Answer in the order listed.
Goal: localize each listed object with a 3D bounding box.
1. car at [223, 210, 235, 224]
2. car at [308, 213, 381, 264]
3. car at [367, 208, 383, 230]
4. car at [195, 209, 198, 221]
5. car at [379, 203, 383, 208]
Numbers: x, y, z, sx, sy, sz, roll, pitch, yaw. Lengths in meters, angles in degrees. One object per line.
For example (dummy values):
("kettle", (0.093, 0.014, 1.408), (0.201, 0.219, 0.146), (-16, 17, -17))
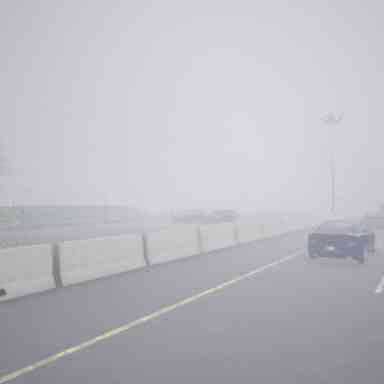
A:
("car", (3.131, 2.502, 33.836), (1.837, 1.490, 4.892), (-2, -2, 35))
("car", (6.269, 1.856, 13.630), (1.882, 1.535, 5.008), (-2, -2, 35))
("car", (13.477, 2.137, 24.065), (2.128, 1.511, 4.902), (-2, -2, 35))
("car", (-0.117, 2.583, 35.303), (1.812, 1.442, 4.674), (-2, -2, 35))
("car", (20.665, 2.142, 34.485), (2.150, 2.045, 5.566), (-2, -2, 35))
